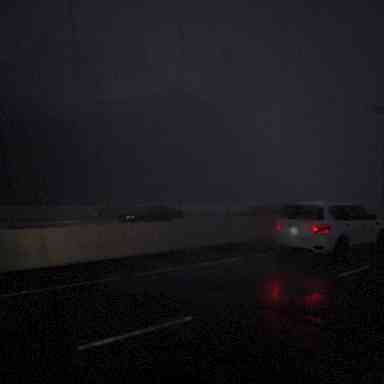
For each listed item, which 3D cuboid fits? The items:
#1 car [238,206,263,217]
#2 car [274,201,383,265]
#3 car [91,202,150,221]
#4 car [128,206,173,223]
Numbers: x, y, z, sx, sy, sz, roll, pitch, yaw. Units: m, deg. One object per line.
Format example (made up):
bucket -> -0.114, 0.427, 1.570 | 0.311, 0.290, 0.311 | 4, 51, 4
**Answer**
car -> 5.386, 1.834, 26.910 | 5.357, 1.411, 2.033 | 1, -1, -43
car -> 5.419, 1.375, 12.676 | 5.566, 2.045, 2.150 | 1, -1, -40
car -> -6.466, 1.735, 30.407 | 4.902, 1.511, 2.128 | 1, -1, -41
car -> -2.933, 1.686, 24.214 | 5.008, 1.535, 1.882 | 1, -1, -41
